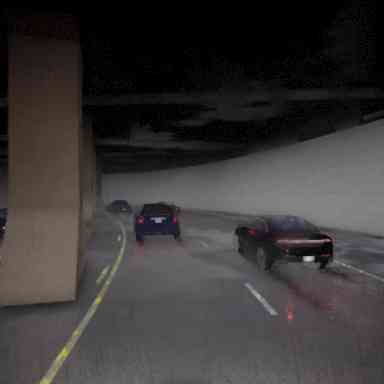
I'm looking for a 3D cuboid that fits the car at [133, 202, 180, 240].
[{"bbox_3d":[-1.965,1.361,17.415,2.097,1.767,4.553,0,0,-11],"label":"car"}]

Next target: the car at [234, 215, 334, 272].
[{"bbox_3d":[2.691,1.480,10.845,2.128,1.511,4.902,0,0,-6],"label":"car"}]

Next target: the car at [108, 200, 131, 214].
[{"bbox_3d":[-7.703,1.560,35.309,1.812,1.442,4.674,0,0,-24],"label":"car"}]

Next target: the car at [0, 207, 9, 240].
[{"bbox_3d":[-9.065,1.531,16.387,2.128,1.511,4.902,0,0,-12],"label":"car"}]

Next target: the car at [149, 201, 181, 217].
[{"bbox_3d":[-2.756,1.614,32.720,1.895,1.301,4.718,0,0,-21],"label":"car"}]
